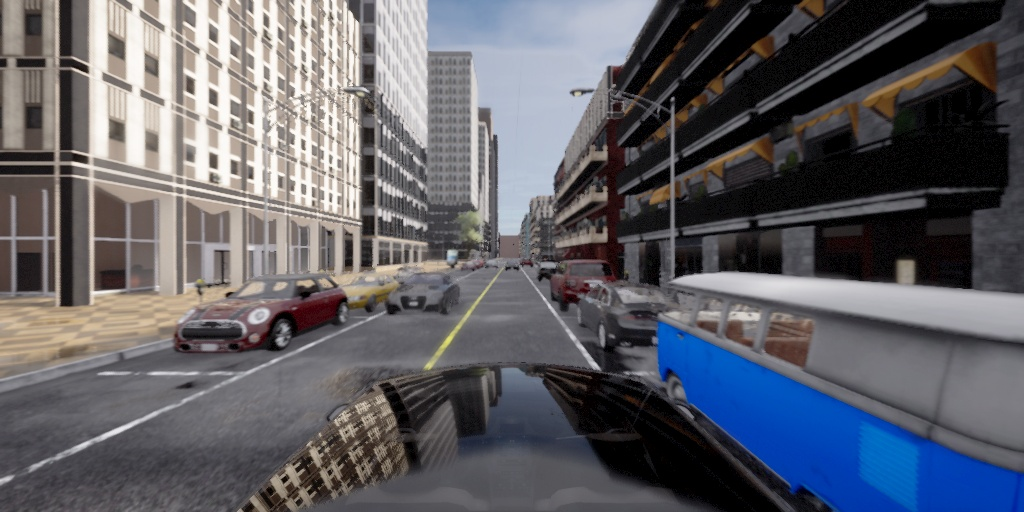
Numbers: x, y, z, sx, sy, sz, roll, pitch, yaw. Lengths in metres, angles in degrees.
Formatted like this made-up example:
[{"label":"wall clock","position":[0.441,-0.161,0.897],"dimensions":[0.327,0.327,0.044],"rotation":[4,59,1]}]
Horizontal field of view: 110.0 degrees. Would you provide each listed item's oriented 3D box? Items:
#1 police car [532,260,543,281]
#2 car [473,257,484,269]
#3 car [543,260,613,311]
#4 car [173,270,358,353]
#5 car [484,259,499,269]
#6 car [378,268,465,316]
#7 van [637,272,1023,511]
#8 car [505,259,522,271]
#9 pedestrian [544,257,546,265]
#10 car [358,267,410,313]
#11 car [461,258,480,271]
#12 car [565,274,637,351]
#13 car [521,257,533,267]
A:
[{"label":"police car","position":[2.994,1.169,29.558],"dimensions":[1.930,1.638,5.238],"rotation":[0,0,0]},{"label":"car","position":[-5.702,1.182,53.137],"dimensions":[1.967,1.591,4.097],"rotation":[0,0,0]},{"label":"car","position":[2.687,1.061,14.283],"dimensions":[2.192,1.841,5.009],"rotation":[0,0,0]},{"label":"car","position":[-5.692,1.187,8.729],"dimensions":[1.967,1.591,4.097],"rotation":[0,0,0]},{"label":"car","position":[-3.073,1.268,54.504],"dimensions":[1.812,1.442,4.674],"rotation":[0,0,0]},{"label":"car","position":[-3.102,1.310,13.263],"dimensions":[1.994,1.385,4.181],"rotation":[0,0,0]},{"label":"van","position":[2.689,1.090,3.181],"dimensions":[1.690,1.789,3.998],"rotation":[0,0,0]},{"label":"car","position":[0.037,1.343,48.680],"dimensions":[1.895,1.301,4.718],"rotation":[0,0,1]},{"label":"pedestrian","position":[2.993,1.037,32.564],"dimensions":[0.375,1.860,0.375],"rotation":[0,0,-1]},{"label":"car","position":[-5.694,1.271,14.110],"dimensions":[1.751,1.417,4.829],"rotation":[0,0,0]},{"label":"car","position":[-5.701,1.323,47.586],"dimensions":[1.802,1.307,4.207],"rotation":[0,0,0]},{"label":"car","position":[2.688,1.298,8.732],"dimensions":[2.007,1.370,4.403],"rotation":[0,0,0]},{"label":"car","position":[2.677,1.059,64.241],"dimensions":[2.192,1.841,5.009],"rotation":[0,0,0]}]
